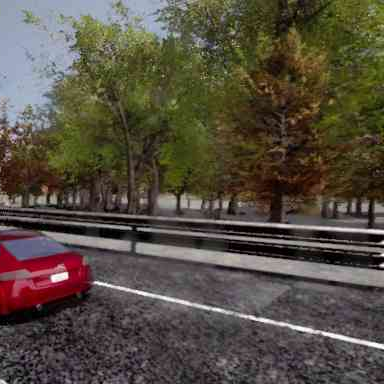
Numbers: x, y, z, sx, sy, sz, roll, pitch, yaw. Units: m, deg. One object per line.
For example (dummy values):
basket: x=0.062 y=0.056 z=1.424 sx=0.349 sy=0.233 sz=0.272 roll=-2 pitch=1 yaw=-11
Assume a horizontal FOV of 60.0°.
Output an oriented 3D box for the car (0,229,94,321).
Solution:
car: x=-4.096 y=1.514 z=7.175 sx=4.181 sy=1.385 sz=1.994 roll=0 pitch=0 yaw=33
